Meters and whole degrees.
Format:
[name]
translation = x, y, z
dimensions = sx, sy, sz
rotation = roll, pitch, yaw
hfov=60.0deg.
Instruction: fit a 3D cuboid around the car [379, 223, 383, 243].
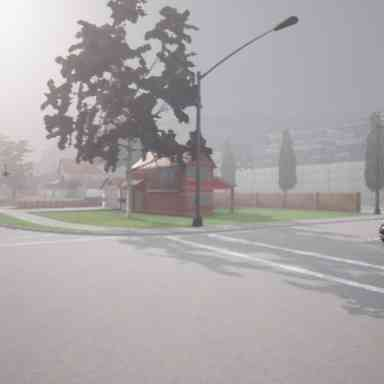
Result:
[car]
translation = 10.851, 1.658, 15.939
dimensions = 4.902, 1.511, 2.128
rotation = 1, 0, -35
